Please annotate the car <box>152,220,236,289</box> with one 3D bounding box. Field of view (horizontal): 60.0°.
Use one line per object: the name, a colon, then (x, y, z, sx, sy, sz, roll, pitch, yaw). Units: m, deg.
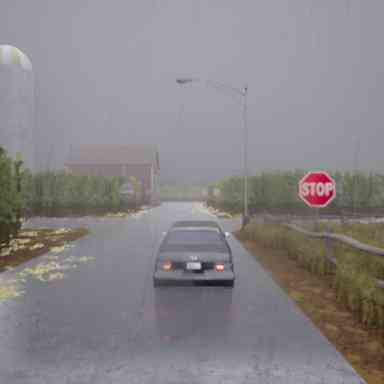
car: (0.095, 1.491, 9.102, 2.033, 1.411, 5.357, 0, 0, 1)
